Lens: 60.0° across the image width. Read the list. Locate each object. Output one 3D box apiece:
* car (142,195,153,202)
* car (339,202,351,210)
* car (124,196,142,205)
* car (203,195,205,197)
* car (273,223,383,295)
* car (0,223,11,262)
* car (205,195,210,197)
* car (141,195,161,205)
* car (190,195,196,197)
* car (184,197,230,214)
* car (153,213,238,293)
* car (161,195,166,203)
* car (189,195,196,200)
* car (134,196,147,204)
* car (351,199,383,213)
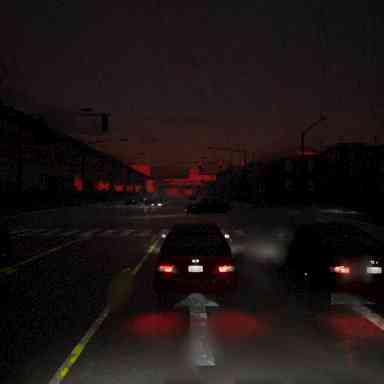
[{"bbox_3d":[-10.317,1.478,76.858,1.882,1.535,5.008,0,0,0],"label":"car"},{"bbox_3d":[20.631,1.547,39.918,5.357,1.411,2.033,0,0,0],"label":"car"},{"bbox_3d":[-10.434,1.478,57.264,1.882,1.535,5.008,0,0,0],"label":"car"},{"bbox_3d":[3.703,1.524,85.287,1.812,1.442,4.674,0,0,0],"label":"car"},{"bbox_3d":[3.581,1.547,8.892,2.033,1.411,5.357,0,0,2],"label":"car"},{"bbox_3d":[-7.010,1.352,9.024,2.097,1.767,4.553,0,0,1],"label":"car"},{"bbox_3d":[3.750,1.564,59.332,1.994,1.385,4.181,0,0,0],"label":"car"},{"bbox_3d":[-6.935,1.601,57.052,1.895,1.301,4.718,0,0,0],"label":"car"},{"bbox_3d":[0.198,1.540,83.284,2.033,1.411,5.357,0,0,0],"label":"car"},{"bbox_3d":[1.502,1.491,32.989,4.902,1.511,2.128,0,0,-31],"label":"car"},{"bbox_3d":[0.090,1.547,9.000,2.033,1.411,5.357,0,0,0],"label":"car"},{"bbox_3d":[-6.867,1.601,66.379,1.895,1.301,4.718,0,0,1],"label":"car"},{"bbox_3d":[0.223,1.500,93.793,1.837,1.490,4.892,0,0,0],"label":"car"},{"bbox_3d":[-10.360,1.505,66.724,1.837,1.490,4.892,0,0,1],"label":"car"},{"bbox_3d":[20.206,1.563,36.414,4.181,1.385,1.994,0,0,0],"label":"car"}]
